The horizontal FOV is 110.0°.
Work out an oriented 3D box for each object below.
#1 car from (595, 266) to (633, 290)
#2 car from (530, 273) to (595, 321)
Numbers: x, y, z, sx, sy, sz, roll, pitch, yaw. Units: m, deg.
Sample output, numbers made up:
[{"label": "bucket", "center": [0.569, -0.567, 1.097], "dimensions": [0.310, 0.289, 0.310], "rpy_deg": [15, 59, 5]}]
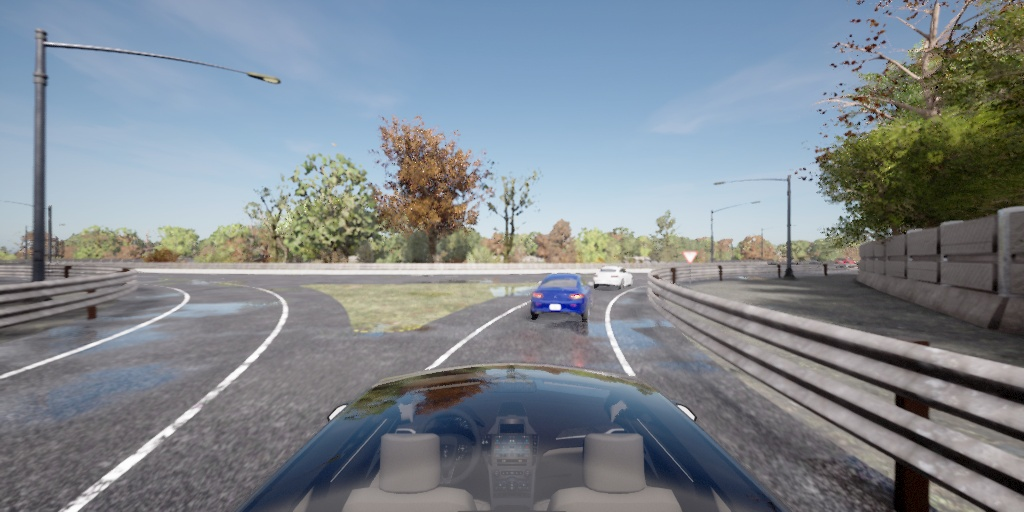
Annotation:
[{"label": "car", "center": [6.835, 1.417, 24.139], "dimensions": [1.812, 1.442, 4.674], "rpy_deg": [0, 0, 30]}, {"label": "car", "center": [1.864, 1.341, 12.754], "dimensions": [1.812, 1.442, 4.674], "rpy_deg": [0, 0, 15]}]
